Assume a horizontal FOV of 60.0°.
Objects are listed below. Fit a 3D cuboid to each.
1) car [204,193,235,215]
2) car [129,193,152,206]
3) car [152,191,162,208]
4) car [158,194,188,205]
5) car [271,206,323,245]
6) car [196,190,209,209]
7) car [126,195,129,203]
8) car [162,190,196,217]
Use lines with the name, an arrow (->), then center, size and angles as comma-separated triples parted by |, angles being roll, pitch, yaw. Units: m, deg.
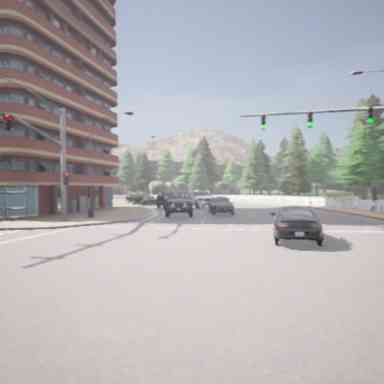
car -> 2.482, 1.154, 28.932 | 1.837, 1.490, 4.892 | -1, 1, -4
car -> -6.715, 0.954, 47.101 | 2.097, 1.767, 4.553 | -1, 1, -33
car -> -2.605, 0.853, 38.062 | 2.150, 2.045, 5.566 | -1, 1, -18
car -> -2.792, 1.034, 47.533 | 2.128, 1.511, 4.902 | -1, 1, -31
car -> 4.393, 1.321, 14.235 | 1.812, 1.442, 4.674 | -1, 1, 13
car -> 0.932, 0.801, 38.342 | 2.150, 2.045, 5.566 | -1, 1, -17
car -> -9.173, 1.060, 55.542 | 4.892, 1.490, 1.837 | 0, 1, 44
car -> -1.032, 0.931, 27.815 | 2.150, 2.045, 5.566 | -1, 1, -1
